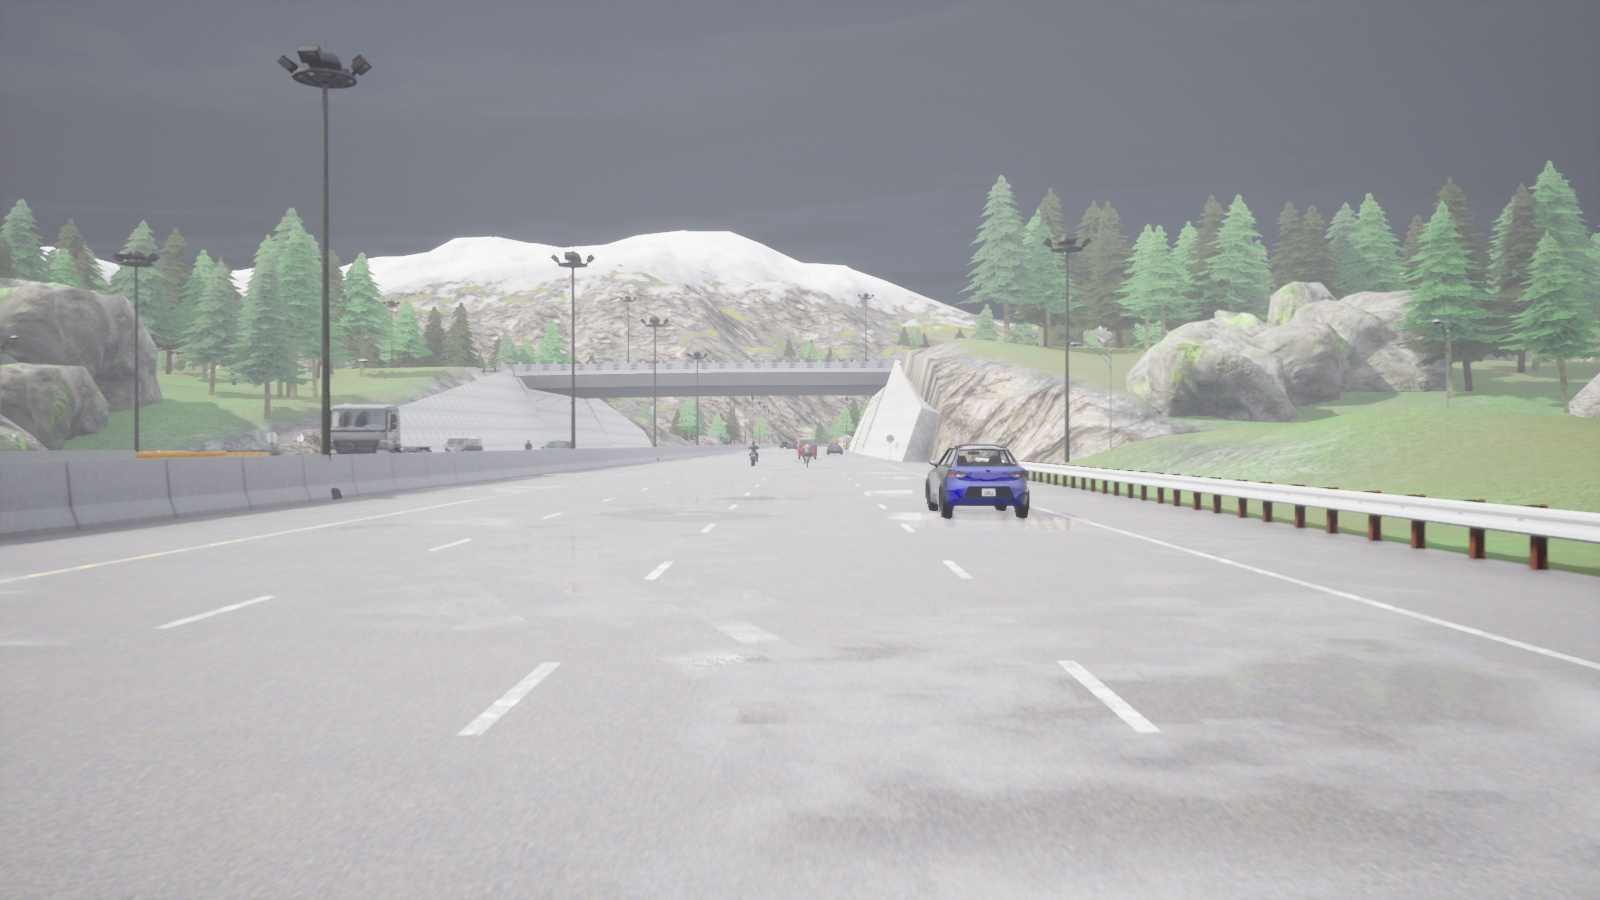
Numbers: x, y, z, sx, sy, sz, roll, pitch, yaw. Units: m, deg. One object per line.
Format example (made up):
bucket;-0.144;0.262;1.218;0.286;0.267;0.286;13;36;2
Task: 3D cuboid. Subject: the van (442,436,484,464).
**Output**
van;-23.977;-0.014;89.399;1.775;1.987;4.442;0;0;0

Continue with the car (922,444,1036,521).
car;3.665;0.617;26.369;1.816;1.474;4.193;0;0;0

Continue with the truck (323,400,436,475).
truck;-20.631;-0.595;62.179;2.891;3.462;7.936;0;0;0

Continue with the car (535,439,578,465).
car;-16.987;0.107;87.657;2.097;1.767;4.553;0;0;0
